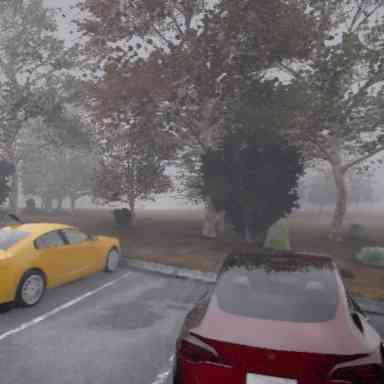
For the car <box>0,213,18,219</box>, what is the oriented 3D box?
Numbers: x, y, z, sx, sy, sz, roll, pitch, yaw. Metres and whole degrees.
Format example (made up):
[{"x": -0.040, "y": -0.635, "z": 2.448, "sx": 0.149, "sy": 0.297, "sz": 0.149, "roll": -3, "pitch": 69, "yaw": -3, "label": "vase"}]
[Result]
[{"x": -5.964, "y": 1.377, "z": 9.872, "sx": 2.185, "sy": 1.767, "sz": 4.553, "roll": 0, "pitch": -1, "yaw": 17, "label": "car"}]

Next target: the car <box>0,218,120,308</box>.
[{"x": -3.578, "y": 1.499, "z": 8.126, "sx": 2.097, "sy": 1.535, "sz": 5.008, "roll": 0, "pitch": -1, "yaw": 17, "label": "car"}]

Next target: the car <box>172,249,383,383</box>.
[{"x": 1.220, "y": 1.520, "z": 4.673, "sx": 2.163, "sy": 1.488, "sz": 4.792, "roll": 0, "pitch": -1, "yaw": 16, "label": "car"}]
